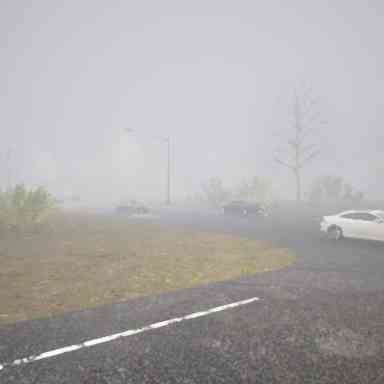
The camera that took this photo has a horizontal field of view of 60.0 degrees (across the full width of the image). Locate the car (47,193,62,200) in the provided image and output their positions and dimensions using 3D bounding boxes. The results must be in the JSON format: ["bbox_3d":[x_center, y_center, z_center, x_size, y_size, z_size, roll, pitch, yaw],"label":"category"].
[{"bbox_3d":[-33.423,1.070,80.831,2.128,1.511,4.902,0,0,-37],"label":"car"}]

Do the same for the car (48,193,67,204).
[{"bbox_3d":[-22.878,1.214,55.467,1.882,1.535,5.008,0,1,-36],"label":"car"}]

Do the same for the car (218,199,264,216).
[{"bbox_3d":[4.453,1.414,30.907,1.837,1.490,4.892,0,0,-37],"label":"car"}]

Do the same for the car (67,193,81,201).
[{"bbox_3d":[-25.059,0.990,69.806,2.097,1.767,4.553,0,0,-37],"label":"car"}]

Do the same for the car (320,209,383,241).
[{"bbox_3d":[7.990,1.507,14.643,1.812,1.442,4.674,0,0,-37],"label":"car"}]

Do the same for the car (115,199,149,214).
[{"bbox_3d":[-6.020,1.434,33.131,1.994,1.385,4.181,0,0,-37],"label":"car"}]
